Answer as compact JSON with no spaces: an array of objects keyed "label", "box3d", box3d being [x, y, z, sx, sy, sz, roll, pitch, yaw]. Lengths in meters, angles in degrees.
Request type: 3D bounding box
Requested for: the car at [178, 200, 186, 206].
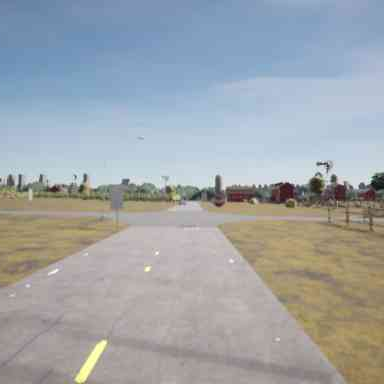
[{"label":"car","box3d":[-2.456,2.862,86.162,1.812,1.442,4.674,0,-1,0]}]
